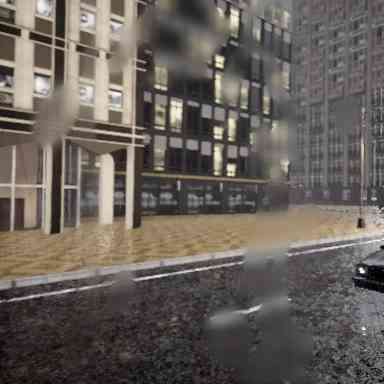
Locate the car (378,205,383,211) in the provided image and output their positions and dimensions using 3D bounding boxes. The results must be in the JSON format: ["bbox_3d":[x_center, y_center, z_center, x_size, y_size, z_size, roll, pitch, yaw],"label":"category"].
[{"bbox_3d":[29.364,2.072,48.137,2.008,1.369,4.403,1,-1,-36],"label":"car"}]

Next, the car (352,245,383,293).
[{"bbox_3d":[6.090,1.594,8.048,5.357,1.411,2.033,0,0,-36],"label":"car"}]
